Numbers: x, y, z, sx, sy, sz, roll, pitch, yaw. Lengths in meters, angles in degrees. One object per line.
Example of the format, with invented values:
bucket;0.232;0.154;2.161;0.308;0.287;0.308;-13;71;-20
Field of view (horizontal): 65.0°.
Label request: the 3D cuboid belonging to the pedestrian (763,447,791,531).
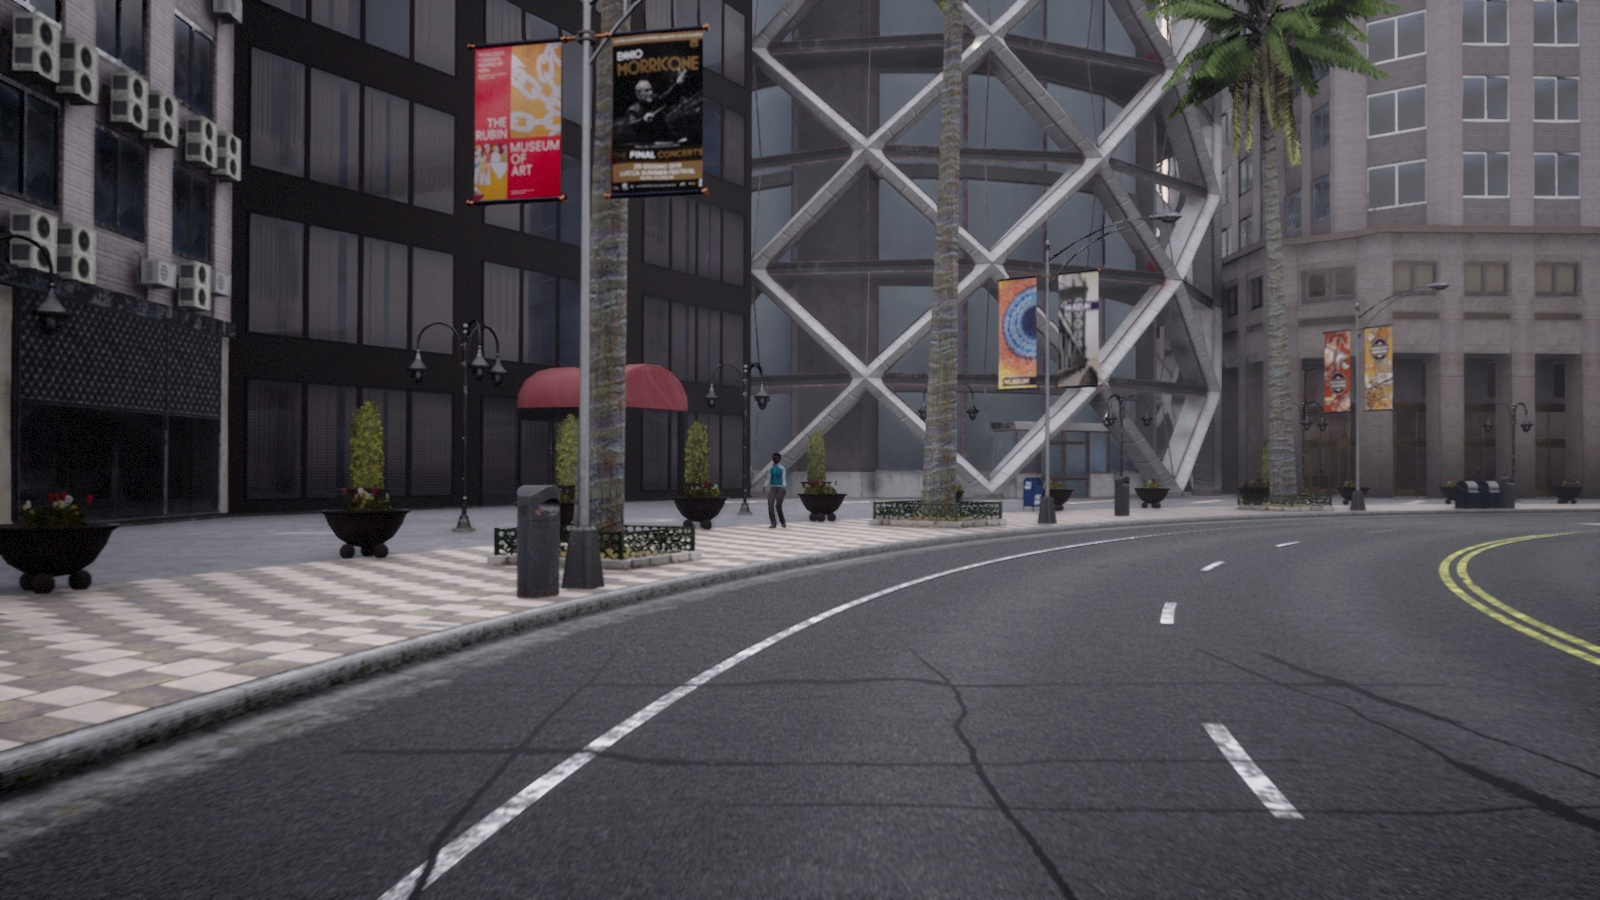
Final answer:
pedestrian;-0.541;0.911;29.405;0.396;1.930;0.692;-1;-1;24
